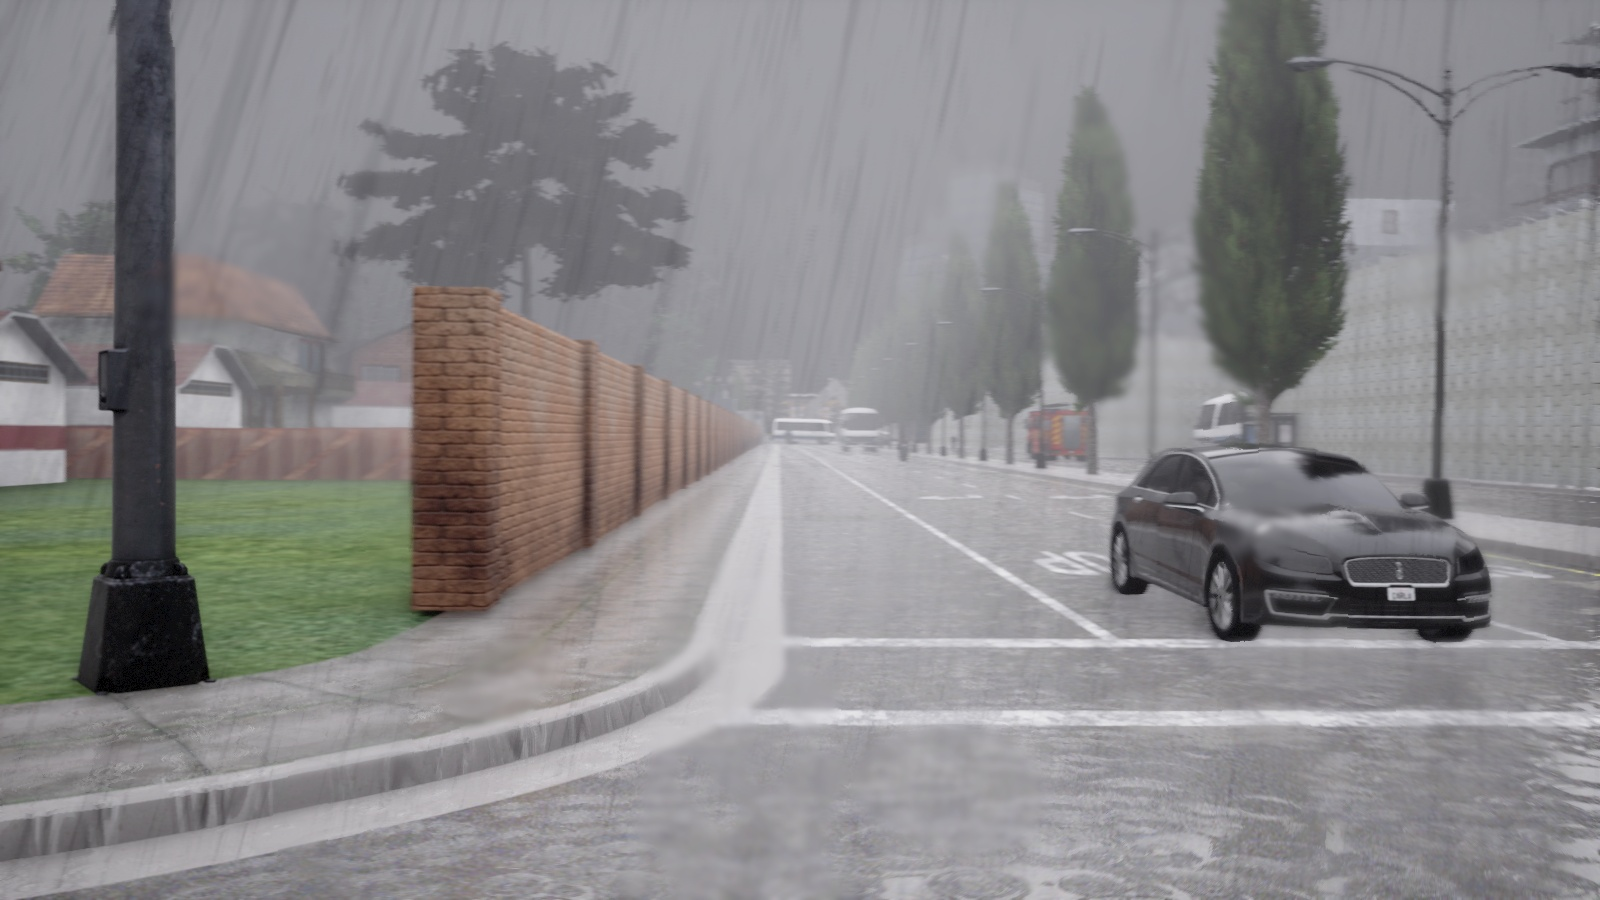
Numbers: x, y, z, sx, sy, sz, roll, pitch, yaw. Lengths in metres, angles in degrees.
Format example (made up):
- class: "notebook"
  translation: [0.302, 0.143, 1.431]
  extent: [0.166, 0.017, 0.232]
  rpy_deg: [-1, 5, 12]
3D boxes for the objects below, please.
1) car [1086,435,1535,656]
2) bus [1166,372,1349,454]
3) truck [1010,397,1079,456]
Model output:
- class: "car"
  translation: [4.071, 0.625, 11.065]
  extent: [1.837, 1.490, 4.892]
  rpy_deg: [-1, 1, -2]
- class: "bus"
  translation: [30.206, -2.416, 83.299]
  extent: [10.273, 4.253, 3.944]
  rpy_deg: [-6, 0, -1]
- class: "truck"
  translation: [16.878, -1.613, 87.196]
  extent: [2.891, 3.827, 8.468]
  rpy_deg: [-1, 1, -2]
